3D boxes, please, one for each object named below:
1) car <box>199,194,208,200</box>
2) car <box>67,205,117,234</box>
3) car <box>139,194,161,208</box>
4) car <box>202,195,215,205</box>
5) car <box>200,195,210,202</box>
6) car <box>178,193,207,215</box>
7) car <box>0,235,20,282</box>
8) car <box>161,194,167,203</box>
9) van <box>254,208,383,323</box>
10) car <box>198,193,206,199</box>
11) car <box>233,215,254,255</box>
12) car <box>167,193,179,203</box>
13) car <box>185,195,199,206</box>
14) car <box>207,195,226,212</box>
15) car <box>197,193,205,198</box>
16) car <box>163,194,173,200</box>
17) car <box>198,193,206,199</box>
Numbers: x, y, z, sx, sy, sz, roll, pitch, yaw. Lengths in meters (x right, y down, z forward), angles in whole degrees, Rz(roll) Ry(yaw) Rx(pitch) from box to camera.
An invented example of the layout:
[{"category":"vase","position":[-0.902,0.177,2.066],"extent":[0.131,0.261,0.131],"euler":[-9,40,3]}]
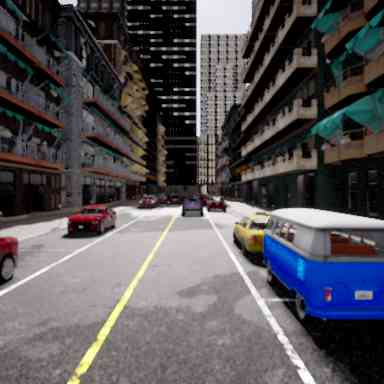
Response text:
[{"category":"car","position":[2.501,1.093,75.096],"extent":[1.947,1.339,4.313],"euler":[0,0,0]},{"category":"car","position":[-5.326,1.414,18.184],"extent":[1.887,1.381,4.507],"euler":[0,0,0]},{"category":"car","position":[-5.346,1.160,40.942],"extent":[1.967,1.590,4.097],"euler":[0,0,0]},{"category":"car","position":[2.523,1.234,52.338],"extent":[1.802,1.307,4.206],"euler":[0,0,0]},{"category":"car","position":[2.512,1.169,63.716],"extent":[1.802,1.307,4.206],"euler":[0,0,0]},{"category":"car","position":[0.055,1.214,31.081],"extent":[2.033,1.649,4.856],"euler":[0,0,0]},{"category":"car","position":[-5.315,1.495,6.805],"extent":[1.887,1.381,4.507],"euler":[0,0,0]},{"category":"car","position":[-5.362,1.059,58.012],"extent":[1.967,1.590,4.097],"euler":[0,0,0]},{"category":"van","position":[2.567,1.291,6.819],"extent":[1.690,1.788,3.998],"euler":[0,0,0]},{"category":"car","position":[2.491,1.019,86.474],"extent":[1.887,1.381,4.507],"euler":[0,0,0]},{"category":"car","position":[2.560,1.434,12.681],"extent":[1.752,1.417,4.829],"euler":[0,0,0]},{"category":"car","position":[-2.852,1.150,57.011],"extent":[1.812,1.442,4.674],"euler":[0,0,0]},{"category":"car","position":[-0.045,1.212,50.140],"extent":[2.033,1.411,5.357],"euler":[0,0,0]},{"category":"car","position":[2.540,1.196,35.267],"extent":[1.967,1.590,4.097],"euler":[0,0,0]},{"category":"car","position":[2.486,0.995,92.164],"extent":[1.887,1.381,4.507],"euler":[0,0,0]},{"category":"car","position":[-5.379,1.093,75.082],"extent":[1.947,1.339,4.313],"euler":[0,0,0]},{"category":"car","position":[2.496,1.025,80.956],"extent":[1.752,1.417,4.829],"euler":[0,0,0]}]
